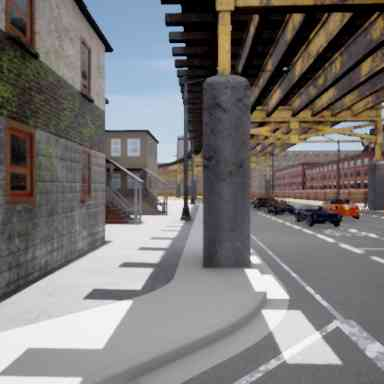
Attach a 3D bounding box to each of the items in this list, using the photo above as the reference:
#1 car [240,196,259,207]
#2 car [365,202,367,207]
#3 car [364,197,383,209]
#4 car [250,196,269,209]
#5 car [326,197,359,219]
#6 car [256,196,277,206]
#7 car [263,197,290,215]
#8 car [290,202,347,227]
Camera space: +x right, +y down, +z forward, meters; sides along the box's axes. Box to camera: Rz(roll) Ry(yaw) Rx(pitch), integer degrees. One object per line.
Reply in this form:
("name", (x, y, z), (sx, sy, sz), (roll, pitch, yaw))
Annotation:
("car", (9.000, 1.467, 52.553), (1.812, 1.442, 4.674), (0, 0, -5))
("car", (25.057, 1.224, 42.648), (4.536, 1.218, 1.853), (0, 0, 32))
("car", (25.013, 1.382, 42.676), (4.974, 1.542, 2.038), (0, 0, 32))
("car", (9.171, 1.455, 43.403), (1.837, 1.490, 4.892), (0, 0, 2))
("car", (12.315, 1.311, 28.327), (2.097, 1.767, 4.553), (0, 0, 2))
("car", (12.466, 1.460, 55.764), (1.812, 1.442, 4.674), (0, 0, -9))
("car", (8.831, 1.506, 33.317), (2.033, 1.411, 5.357), (0, 0, 2))
("car", (8.419, 1.570, 22.642), (1.895, 1.301, 4.718), (0, 0, 2))
